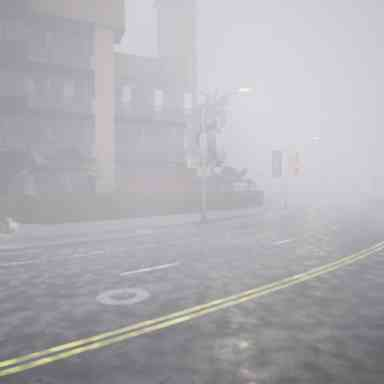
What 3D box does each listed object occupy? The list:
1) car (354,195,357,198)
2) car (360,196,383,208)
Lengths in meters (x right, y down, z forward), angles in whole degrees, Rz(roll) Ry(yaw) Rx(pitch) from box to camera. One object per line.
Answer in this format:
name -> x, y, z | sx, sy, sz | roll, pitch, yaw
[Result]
car -> 42.389, 0.881, 85.468 | 1.816, 1.474, 4.193 | -1, 0, -24
car -> 23.116, 1.248, 42.234 | 1.812, 1.442, 4.674 | 0, 0, 6
